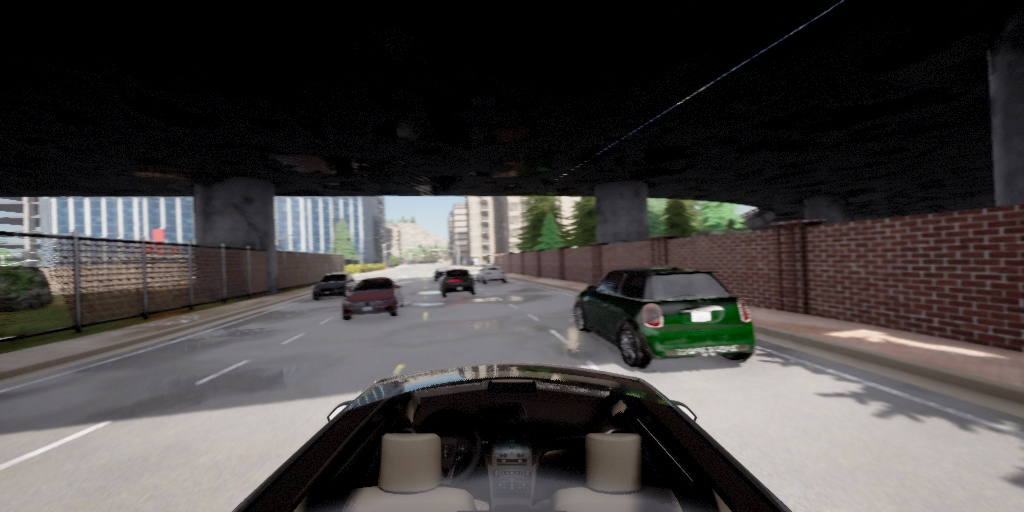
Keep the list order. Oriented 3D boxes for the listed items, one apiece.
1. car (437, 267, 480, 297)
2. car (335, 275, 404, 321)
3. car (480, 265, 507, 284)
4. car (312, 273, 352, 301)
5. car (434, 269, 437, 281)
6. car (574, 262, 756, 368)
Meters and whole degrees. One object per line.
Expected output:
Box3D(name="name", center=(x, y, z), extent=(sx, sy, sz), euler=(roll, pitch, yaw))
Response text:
Box3D(name="car", center=(-3.325, 1.501, 21.416), extent=(1.837, 1.490, 4.892), euler=(-2, 0, -13))
Box3D(name="car", center=(-5.440, 1.575, 14.480), extent=(1.812, 1.442, 4.674), euler=(-2, 0, -13))
Box3D(name="car", center=(-1.751, 1.497, 29.977), extent=(1.812, 1.442, 4.674), euler=(-2, 0, -13))
Box3D(name="car", center=(-10.902, 1.830, 22.382), extent=(1.837, 1.490, 4.892), euler=(-2, 0, -14))
Box3D(name="car", center=(-7.003, 1.833, 36.841), extent=(1.895, 1.301, 4.718), euler=(-2, 0, -14))
Box3D(name="car", center=(2.850, 1.011, 7.874), extent=(2.097, 1.767, 4.553), euler=(-3, 0, -5))
